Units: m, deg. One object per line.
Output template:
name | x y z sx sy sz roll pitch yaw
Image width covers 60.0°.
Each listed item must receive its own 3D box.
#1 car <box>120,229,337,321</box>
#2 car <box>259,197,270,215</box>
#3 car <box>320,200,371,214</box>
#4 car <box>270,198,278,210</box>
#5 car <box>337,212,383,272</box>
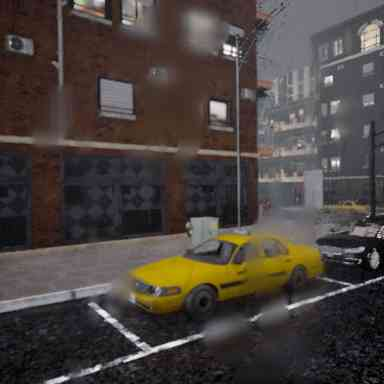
car | 0.899 1.513 7.212 4.829 1.417 1.752 0 -1 -35
car | 4.899 1.500 31.600 1.967 1.590 4.097 -1 1 -36
car | 14.836 1.426 32.113 1.752 1.417 4.829 -1 1 -36
car | 8.494 1.370 40.975 1.967 1.590 4.097 -1 1 -36
car | 5.649 1.524 10.599 4.403 1.369 2.008 0 -1 -35
